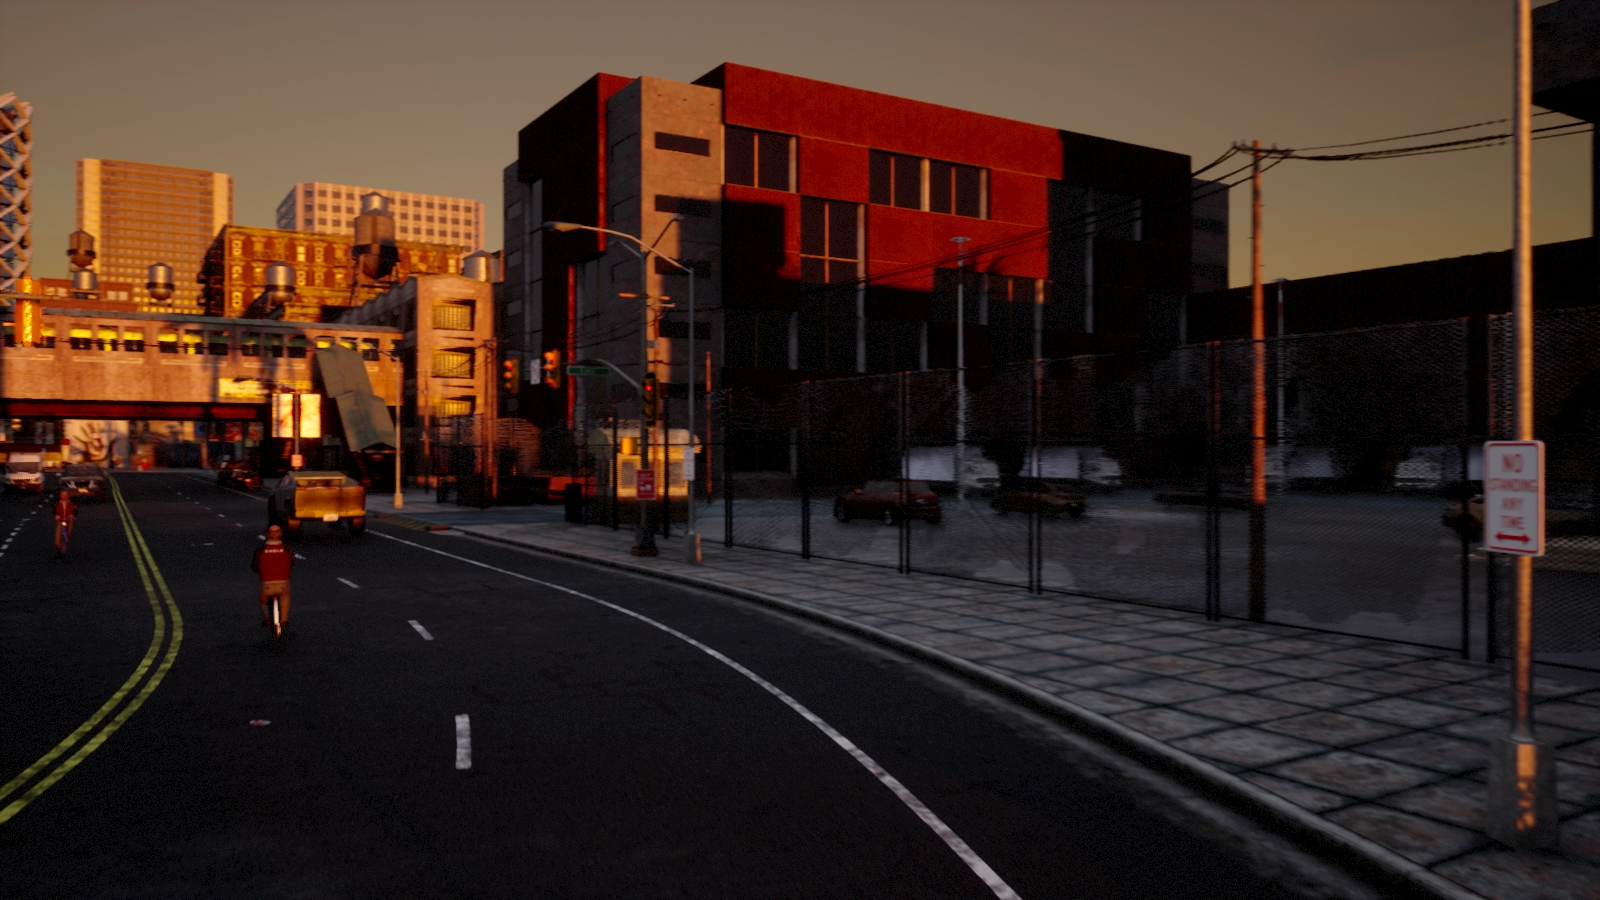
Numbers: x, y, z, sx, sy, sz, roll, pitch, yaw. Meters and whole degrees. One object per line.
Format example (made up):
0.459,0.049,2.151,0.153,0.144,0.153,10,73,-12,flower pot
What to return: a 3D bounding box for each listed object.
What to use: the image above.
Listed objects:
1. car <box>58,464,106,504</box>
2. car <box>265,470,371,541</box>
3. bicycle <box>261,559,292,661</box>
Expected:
-39.892,1.819,63.568,2.150,2.045,5.566,0,0,-32,car
-16.413,1.770,38.687,2.390,2.098,6.274,0,0,-31,car
-7.404,2.217,16.136,0.329,1.171,1.835,-1,1,-26,bicycle
